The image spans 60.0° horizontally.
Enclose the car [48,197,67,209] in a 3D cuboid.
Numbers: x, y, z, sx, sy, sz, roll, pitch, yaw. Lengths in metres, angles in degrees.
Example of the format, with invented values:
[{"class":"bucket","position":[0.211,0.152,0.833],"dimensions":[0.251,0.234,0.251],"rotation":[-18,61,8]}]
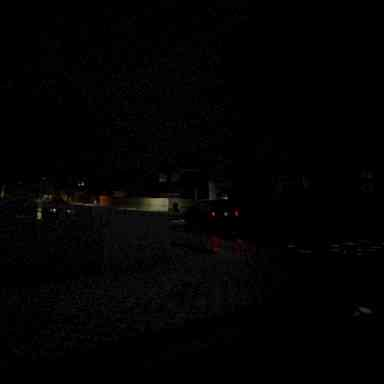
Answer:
[{"class":"car","position":[-18.918,1.511,46.728],"dimensions":[1.837,1.490,4.892],"rotation":[0,0,-35]}]

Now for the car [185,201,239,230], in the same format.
[{"class":"car","position":[1.160,1.342,21.609],"dimensions":[2.097,1.767,4.553],"rotation":[0,0,-23]}]
